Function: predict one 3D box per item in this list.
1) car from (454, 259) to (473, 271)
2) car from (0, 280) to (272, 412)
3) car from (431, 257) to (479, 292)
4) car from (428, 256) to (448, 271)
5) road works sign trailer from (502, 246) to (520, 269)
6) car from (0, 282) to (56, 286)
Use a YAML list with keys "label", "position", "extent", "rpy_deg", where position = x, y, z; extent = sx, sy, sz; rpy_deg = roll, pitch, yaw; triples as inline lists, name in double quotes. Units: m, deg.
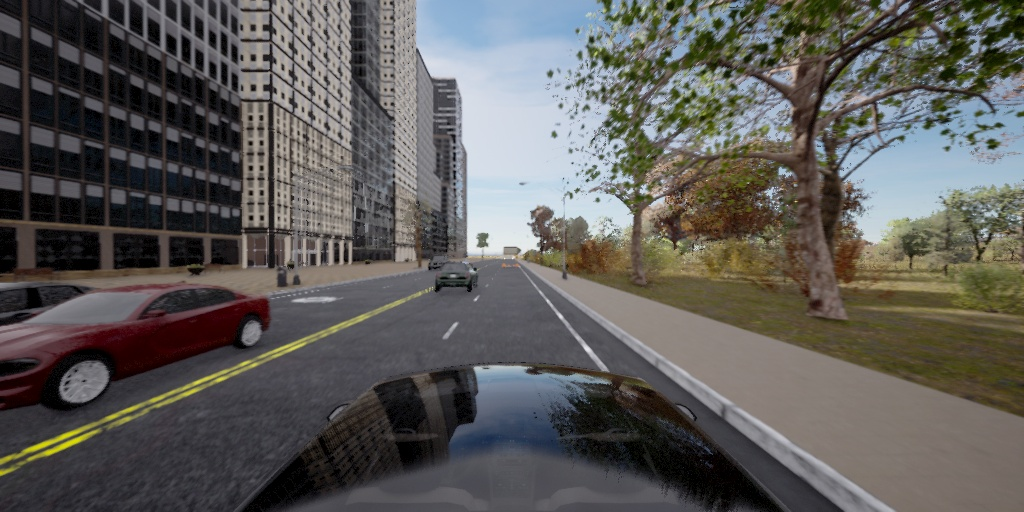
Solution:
- label: "car"
  position: [-6.725, 1.243, 49.968]
  extent: [1.882, 1.535, 5.008]
  rpy_deg: [0, 0, 0]
- label: "car"
  position: [-6.605, 1.248, 6.379]
  extent: [1.882, 1.535, 5.008]
  rpy_deg: [0, 0, 0]
- label: "car"
  position: [-3.216, 1.109, 21.684]
  extent: [2.097, 1.767, 4.553]
  rpy_deg: [0, 0, 0]
- label: "car"
  position: [-9.970, 0.995, 49.212]
  extent: [2.150, 2.045, 5.566]
  rpy_deg: [0, 0, 0]
- label: "road works sign trailer"
  position: [-0.199, 0.209, 56.678]
  extent: [2.380, 3.560, 2.880]
  rpy_deg: [0, 0, 0]
- label: "car"
  position: [-9.856, 1.286, 6.633]
  extent: [1.837, 1.490, 4.892]
  rpy_deg: [0, 0, 0]
